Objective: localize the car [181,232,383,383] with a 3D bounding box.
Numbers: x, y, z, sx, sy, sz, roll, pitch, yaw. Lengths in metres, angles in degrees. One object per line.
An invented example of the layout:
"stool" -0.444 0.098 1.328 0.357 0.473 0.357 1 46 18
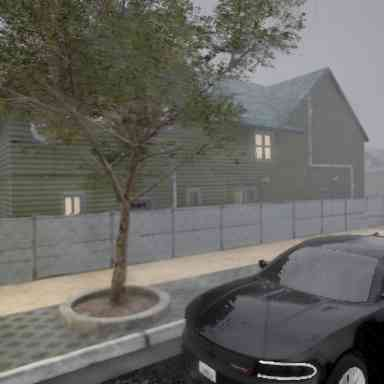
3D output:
"car" 2.169 1.396 4.636 5.008 1.535 1.882 -1 1 -36
